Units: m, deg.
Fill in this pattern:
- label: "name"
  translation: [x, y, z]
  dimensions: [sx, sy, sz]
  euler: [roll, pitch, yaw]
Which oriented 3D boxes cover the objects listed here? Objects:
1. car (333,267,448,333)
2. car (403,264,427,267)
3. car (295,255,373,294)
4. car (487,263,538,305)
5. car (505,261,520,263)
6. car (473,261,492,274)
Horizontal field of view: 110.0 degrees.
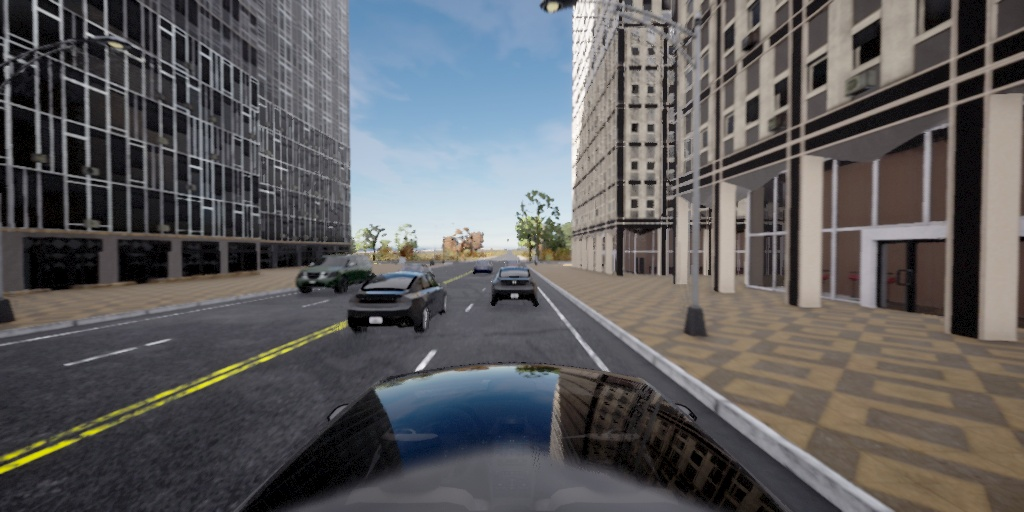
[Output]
- label: "car"
  translation: [-3.151, 1.237, 10.717]
  dimensions: [1.837, 1.490, 4.892]
  euler: [0, 0, 0]
- label: "car"
  translation: [-6.547, 1.251, 23.827]
  dimensions: [2.033, 1.411, 5.357]
  euler: [0, 0, 0]
- label: "car"
  translation: [-9.825, 0.934, 20.434]
  dimensions: [2.150, 2.045, 5.566]
  euler: [0, 0, 0]
- label: "car"
  translation: [0.099, 1.227, 15.737]
  dimensions: [1.837, 1.490, 4.892]
  euler: [0, 0, 0]
- label: "car"
  translation: [0.098, 1.221, 42.489]
  dimensions: [1.994, 1.385, 4.181]
  euler: [0, 0, 0]
- label: "car"
  translation: [-3.152, 1.228, 39.853]
  dimensions: [1.994, 1.385, 4.181]
  euler: [0, 0, 0]
